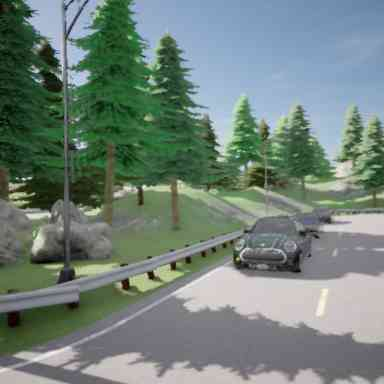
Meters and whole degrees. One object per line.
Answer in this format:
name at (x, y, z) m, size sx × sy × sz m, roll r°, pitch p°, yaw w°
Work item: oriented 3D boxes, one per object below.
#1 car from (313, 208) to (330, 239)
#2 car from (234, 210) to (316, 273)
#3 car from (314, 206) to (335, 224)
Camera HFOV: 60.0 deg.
car at (7.141, 2.005, 20.698) m, size 2.033 × 1.411 × 5.357 m, roll -2°, pitch -2°, yaw 26°
car at (3.073, 1.701, 12.124) m, size 2.097 × 1.767 × 4.553 m, roll -2°, pitch -2°, yaw 25°
car at (11.920, 2.082, 30.461) m, size 1.837 × 1.490 × 4.892 m, roll -2°, pitch -2°, yaw 28°
